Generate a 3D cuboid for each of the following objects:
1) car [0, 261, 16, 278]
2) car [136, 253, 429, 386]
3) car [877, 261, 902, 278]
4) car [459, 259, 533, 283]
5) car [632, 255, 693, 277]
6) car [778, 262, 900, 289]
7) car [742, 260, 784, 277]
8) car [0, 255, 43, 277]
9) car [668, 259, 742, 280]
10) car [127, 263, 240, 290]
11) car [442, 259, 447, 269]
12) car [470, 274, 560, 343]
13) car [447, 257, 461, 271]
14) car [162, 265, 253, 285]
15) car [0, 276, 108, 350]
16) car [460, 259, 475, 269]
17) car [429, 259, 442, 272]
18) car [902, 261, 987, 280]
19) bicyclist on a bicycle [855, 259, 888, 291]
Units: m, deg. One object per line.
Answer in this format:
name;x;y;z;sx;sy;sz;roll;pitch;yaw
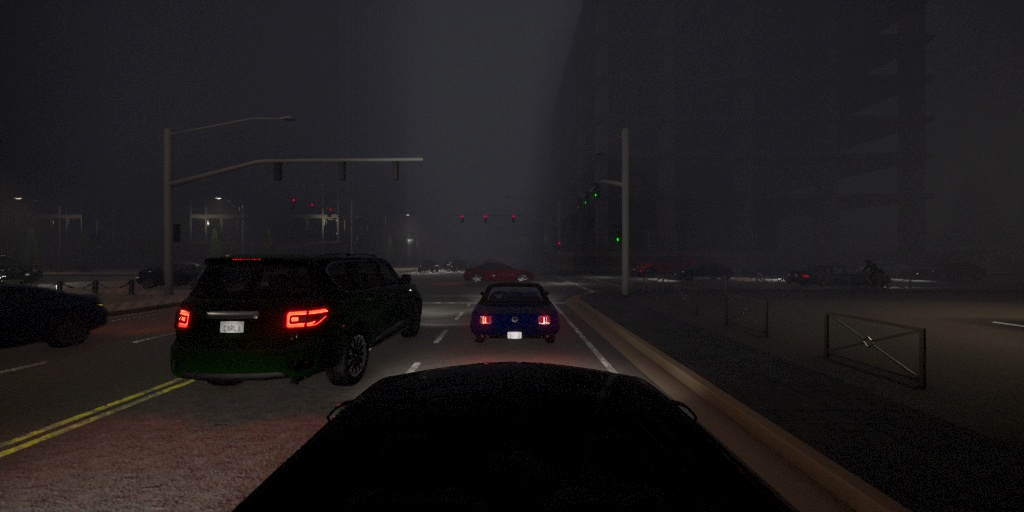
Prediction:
car;-33.771;1.193;21.590;4.892;1.490;1.837;2;0;0
car;-3.443;0.971;7.117;2.150;2.045;5.566;0;0;0
car;33.633;1.219;32.830;4.674;1.442;1.812;0;0;0
car;-0.953;1.195;25.423;5.008;1.535;1.882;0;0;-1
car;13.909;0.915;32.758;5.566;2.045;2.150;0;0;0
car;19.982;1.241;22.080;5.357;1.411;2.033;0;0;0
car;23.639;1.171;32.796;5.008;1.535;1.882;0;0;-1
car;-36.634;0.908;25.112;5.566;2.045;2.150;1;0;0
car;15.629;1.219;29.243;4.674;1.442;1.812;0;0;0
car;-19.457;1.185;21.389;4.902;1.511;2.128;0;0;4
car;-10.634;1.239;55.236;2.128;1.511;4.902;0;0;0
car;0.073;1.350;9.633;1.895;1.301;4.718;0;0;0
car;-7.136;1.252;48.517;1.837;1.490;4.892;0;0;0
car;-21.229;1.294;25.150;4.718;1.301;1.895;0;0;-2
car;-10.507;1.275;6.549;1.812;1.442;4.674;0;0;1
car;-7.130;1.225;57.975;1.882;1.535;5.008;0;0;0
car;-10.636;1.253;45.892;1.837;1.490;4.892;0;0;0
car;35.587;1.198;29.335;4.892;1.490;1.837;0;0;0
bicyclist on a bicycle;18.317;0.997;18.292;0.582;1.620;1.656;0;0;0
